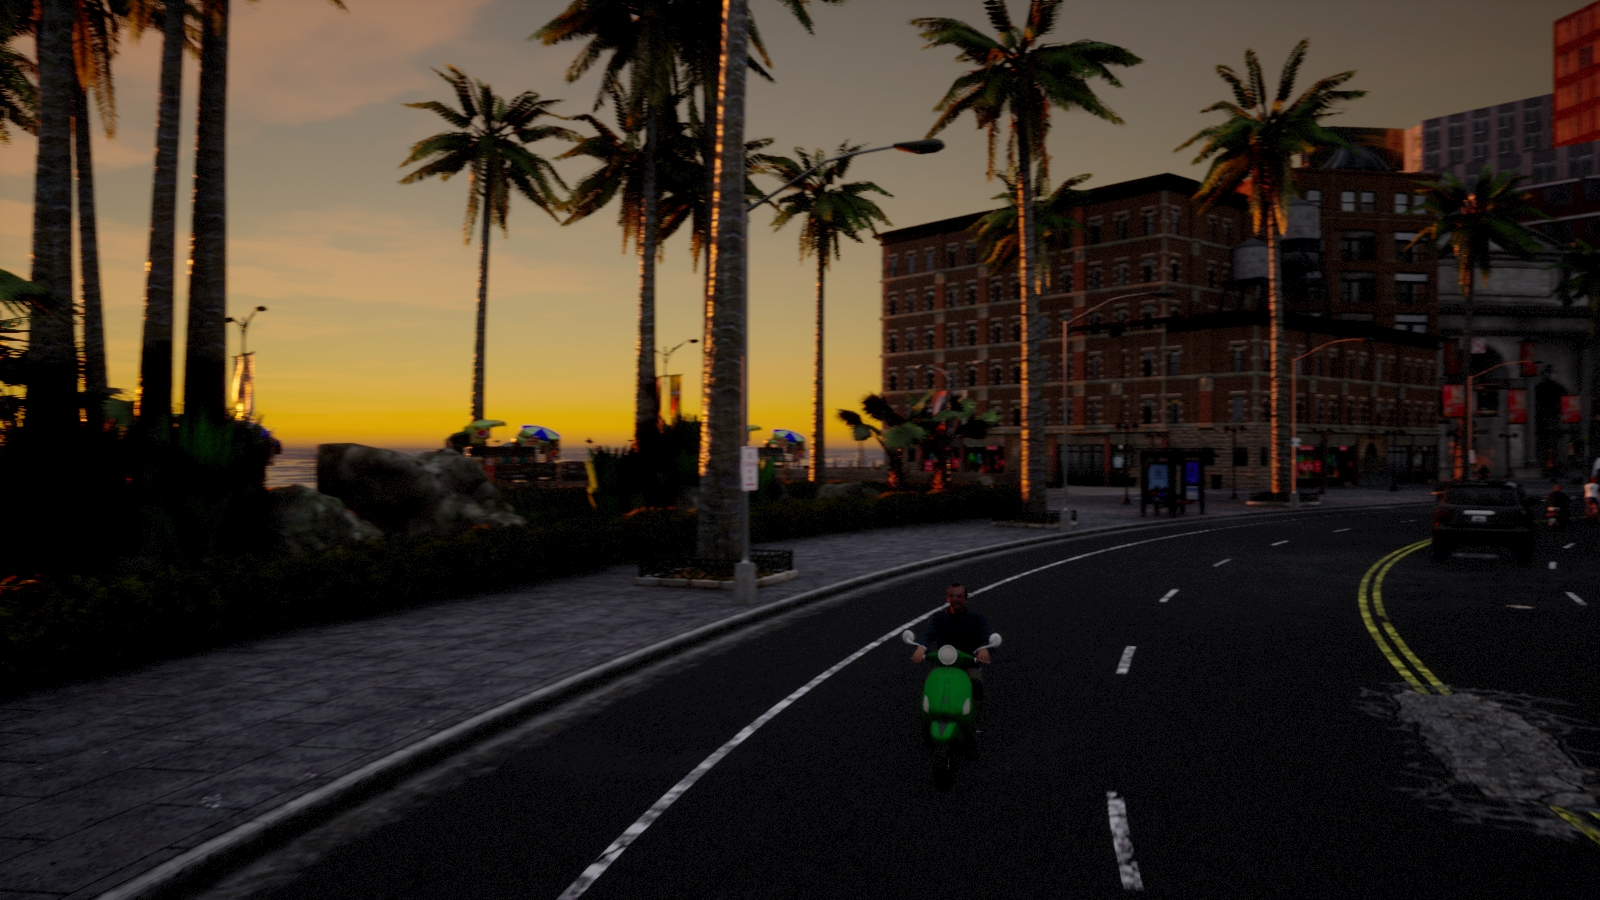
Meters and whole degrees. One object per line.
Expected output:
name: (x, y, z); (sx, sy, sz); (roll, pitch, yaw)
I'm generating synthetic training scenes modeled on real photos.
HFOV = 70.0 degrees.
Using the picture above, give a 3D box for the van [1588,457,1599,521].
van: (34.755, 1.580, 47.351); (5.915, 2.561, 1.988); (0, 0, -40)

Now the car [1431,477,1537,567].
car: (18.411, 1.805, 30.621); (2.150, 2.045, 5.566); (0, 0, 34)

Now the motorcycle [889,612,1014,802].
motorcycle: (1.377, 2.184, 10.083); (0.856, 1.236, 1.805); (0, 0, 15)
